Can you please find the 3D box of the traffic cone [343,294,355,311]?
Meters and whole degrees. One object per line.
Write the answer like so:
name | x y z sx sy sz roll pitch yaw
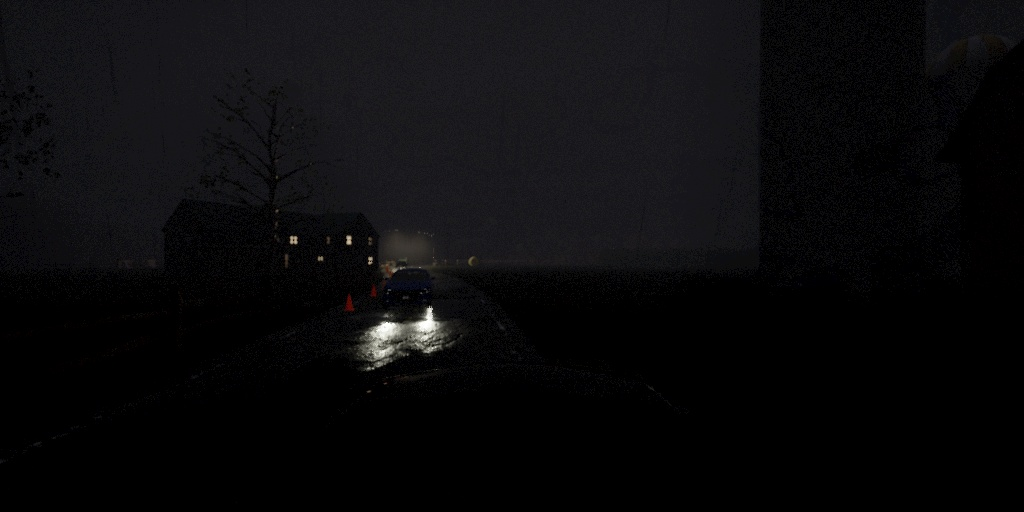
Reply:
traffic cone | -6.127 1.744 13.483 0.340 0.580 0.340 0 0 -10

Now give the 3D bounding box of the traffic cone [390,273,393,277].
traffic cone | -9.415 1.796 27.856 0.340 0.580 0.340 0 0 -16

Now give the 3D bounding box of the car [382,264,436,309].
car | -4.381 1.271 15.641 1.882 1.535 5.008 0 0 -11

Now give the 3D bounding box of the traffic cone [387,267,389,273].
traffic cone | -14.131 1.852 41.826 0.340 0.580 0.340 0 0 -22

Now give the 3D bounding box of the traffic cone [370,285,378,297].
traffic cone | -7.062 1.761 18.309 0.340 0.580 0.340 0 0 -12

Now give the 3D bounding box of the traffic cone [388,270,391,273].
traffic cone | -12.403 1.832 37.223 0.340 0.580 0.340 0 0 -20

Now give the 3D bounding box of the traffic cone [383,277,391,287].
traffic cone | -8.158 1.779 23.102 0.340 0.580 0.340 0 0 -14

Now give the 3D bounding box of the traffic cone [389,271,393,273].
traffic cone | -10.830 1.814 32.564 0.340 0.580 0.340 0 0 -18
